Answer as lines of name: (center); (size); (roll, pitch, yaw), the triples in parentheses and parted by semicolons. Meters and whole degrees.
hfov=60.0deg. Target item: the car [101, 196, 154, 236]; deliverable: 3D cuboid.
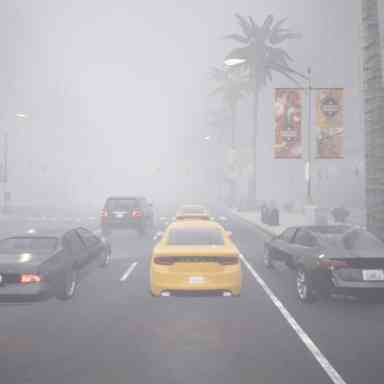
car: (-3.462, 1.219, 18.546); (2.150, 2.045, 5.566); (0, 0, 0)

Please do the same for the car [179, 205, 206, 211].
car: (0.036, 1.474, 18.816); (1.882, 1.535, 5.008); (0, 0, 0)

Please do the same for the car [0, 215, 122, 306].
car: (-3.422, 1.546, 8.275); (2.033, 1.411, 5.357); (0, 0, 0)

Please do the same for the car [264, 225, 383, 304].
car: (3.166, 1.512, 8.206); (2.161, 1.482, 4.786); (0, 0, -1)

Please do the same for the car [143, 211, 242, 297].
car: (0.073, 1.476, 8.617); (1.882, 1.535, 5.008); (0, 0, 0)
